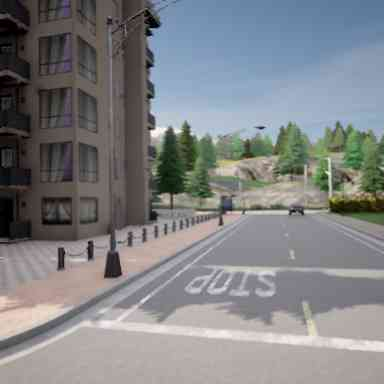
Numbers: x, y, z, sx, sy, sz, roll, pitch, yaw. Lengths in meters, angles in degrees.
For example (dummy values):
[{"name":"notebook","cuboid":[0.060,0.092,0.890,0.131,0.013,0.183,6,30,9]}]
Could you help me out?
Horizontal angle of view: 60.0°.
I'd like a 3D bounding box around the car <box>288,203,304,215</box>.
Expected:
[{"name":"car","cuboid":[13.915,2.284,44.415,1.837,1.490,4.892,-2,-2,15]}]
